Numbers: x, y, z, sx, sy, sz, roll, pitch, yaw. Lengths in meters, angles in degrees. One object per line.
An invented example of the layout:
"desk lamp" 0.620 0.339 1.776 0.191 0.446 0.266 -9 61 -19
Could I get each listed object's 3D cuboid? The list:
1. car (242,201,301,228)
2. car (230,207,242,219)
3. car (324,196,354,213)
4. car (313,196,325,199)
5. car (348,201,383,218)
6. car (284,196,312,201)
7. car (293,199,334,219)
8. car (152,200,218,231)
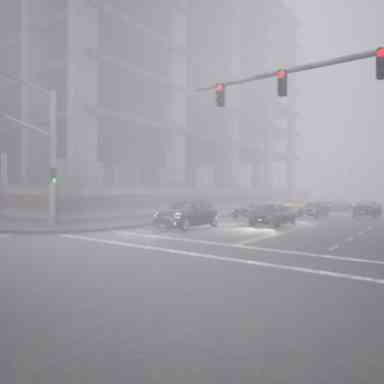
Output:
"car" 5.298 1.514 21.859 1.994 1.385 4.181 0 0 36
"car" 5.002 1.530 27.353 1.895 1.301 4.718 0 0 36
"car" 16.424 1.475 36.919 1.812 1.442 4.674 0 0 37
"car" 16.487 1.530 42.871 1.895 1.301 4.718 0 0 37
"car" 15.588 1.496 29.594 1.812 1.442 4.674 0 0 36
"car" 10.519 1.407 34.824 1.882 1.535 5.008 0 0 37
"car" 10.501 1.550 28.908 1.895 1.301 4.718 0 0 36
"car" -0.327 1.282 20.129 2.097 1.767 4.553 0 0 36
